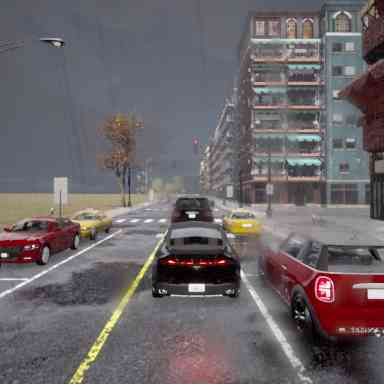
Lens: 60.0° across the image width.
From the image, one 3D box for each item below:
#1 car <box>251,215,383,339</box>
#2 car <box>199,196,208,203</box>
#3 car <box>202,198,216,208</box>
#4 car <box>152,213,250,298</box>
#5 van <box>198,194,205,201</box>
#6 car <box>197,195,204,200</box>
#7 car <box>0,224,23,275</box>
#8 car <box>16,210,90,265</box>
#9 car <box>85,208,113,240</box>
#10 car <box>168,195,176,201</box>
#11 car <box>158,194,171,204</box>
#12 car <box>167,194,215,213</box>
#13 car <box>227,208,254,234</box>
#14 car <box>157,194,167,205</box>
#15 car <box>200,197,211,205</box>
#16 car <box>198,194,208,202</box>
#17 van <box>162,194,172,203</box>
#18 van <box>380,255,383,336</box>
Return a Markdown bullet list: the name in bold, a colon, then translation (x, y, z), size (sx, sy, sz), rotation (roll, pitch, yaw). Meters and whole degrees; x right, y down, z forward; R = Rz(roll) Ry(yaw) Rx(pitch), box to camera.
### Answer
- **car**: translation (2.568, 1.442, 6.555), size (1.967, 1.590, 4.097), rotation (1, 0, 0)
- **car**: translation (2.493, 1.587, 72.803), size (1.947, 1.339, 4.313), rotation (1, 0, 0)
- **car**: translation (2.518, 1.565, 50.159), size (2.008, 1.369, 4.403), rotation (1, 0, 0)
- **car**: translation (0.090, 1.507, 8.513), size (1.837, 1.490, 4.892), rotation (0, 0, 0)
- **van**: translation (2.476, 1.368, 89.786), size (1.690, 1.788, 3.998), rotation (1, 0, 0)
- **car**: translation (2.468, 1.555, 95.617), size (1.752, 1.417, 4.829), rotation (1, 0, 0)
- **car**: translation (-5.313, 1.552, 6.136), size (2.008, 1.369, 4.403), rotation (1, 0, 0)
- **car**: translation (-5.319, 1.548, 11.673), size (1.887, 1.381, 4.507), rotation (1, 0, 0)
- **car**: translation (-5.325, 1.530, 17.039), size (1.752, 1.417, 4.829), rotation (1, 0, 0)
- **car**: translation (-5.406, 1.609, 89.266), size (1.802, 1.307, 4.206), rotation (1, 0, 0)
- **car**: translation (-5.378, 1.334, 66.650), size (2.192, 1.841, 5.009), rotation (1, 0, 0)
- **car**: translation (0.060, 1.226, 18.367), size (2.150, 2.045, 5.566), rotation (0, 0, 1)
- **car**: translation (2.554, 1.530, 17.815), size (1.752, 1.417, 4.829), rotation (1, 0, 0)
- **car**: translation (-5.373, 1.457, 60.995), size (1.967, 1.590, 4.097), rotation (1, 0, 0)
- **car**: translation (2.505, 1.599, 61.481), size (1.802, 1.307, 4.206), rotation (1, 0, 0)
- **car**: translation (2.489, 1.338, 78.464), size (2.192, 1.841, 5.009), rotation (1, 0, 0)
- **van**: translation (-5.384, 1.362, 72.304), size (1.690, 1.788, 3.998), rotation (1, 0, 0)
- **van**: translation (2.575, 1.341, 1.010), size (1.690, 1.788, 3.998), rotation (1, 0, 0)
